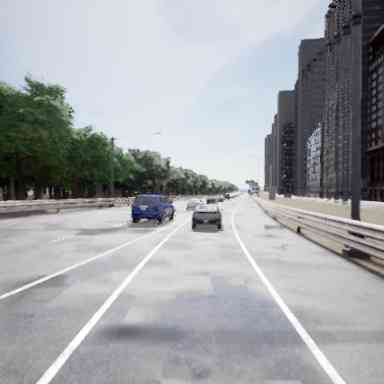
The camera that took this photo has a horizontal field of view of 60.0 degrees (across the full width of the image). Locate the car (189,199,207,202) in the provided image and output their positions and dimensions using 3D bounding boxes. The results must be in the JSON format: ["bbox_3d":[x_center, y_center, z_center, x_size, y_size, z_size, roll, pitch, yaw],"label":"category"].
[{"bbox_3d":[0.447,1.625,44.171,1.812,1.442,4.674,1,0,10],"label":"car"}]

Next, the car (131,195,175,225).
[{"bbox_3d":[-2.803,1.239,24.820,2.150,2.045,5.566,0,0,10],"label":"car"}]

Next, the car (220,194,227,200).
[{"bbox_3d":[7.091,1.824,84.173,1.994,1.385,4.181,1,0,9],"label":"car"}]

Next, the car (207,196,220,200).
[{"bbox_3d":[3.746,1.682,63.906,1.837,1.490,4.892,1,0,9],"label":"car"}]

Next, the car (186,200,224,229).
[{"bbox_3d":[1.071,1.537,22.104,2.128,1.511,4.902,0,0,6],"label":"car"}]
